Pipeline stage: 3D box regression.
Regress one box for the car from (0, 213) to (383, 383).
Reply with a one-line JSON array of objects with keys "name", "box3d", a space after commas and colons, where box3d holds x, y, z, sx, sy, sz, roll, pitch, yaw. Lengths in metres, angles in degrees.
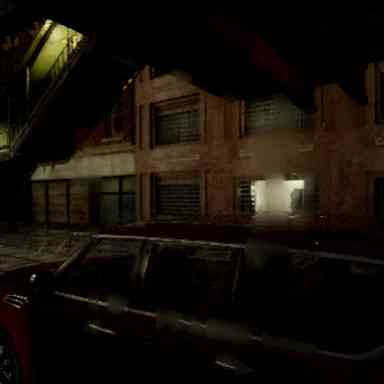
[{"name": "car", "box3d": [0.000, 1.245, 3.311, 5.566, 2.045, 2.435, -1, 0, 35]}]
